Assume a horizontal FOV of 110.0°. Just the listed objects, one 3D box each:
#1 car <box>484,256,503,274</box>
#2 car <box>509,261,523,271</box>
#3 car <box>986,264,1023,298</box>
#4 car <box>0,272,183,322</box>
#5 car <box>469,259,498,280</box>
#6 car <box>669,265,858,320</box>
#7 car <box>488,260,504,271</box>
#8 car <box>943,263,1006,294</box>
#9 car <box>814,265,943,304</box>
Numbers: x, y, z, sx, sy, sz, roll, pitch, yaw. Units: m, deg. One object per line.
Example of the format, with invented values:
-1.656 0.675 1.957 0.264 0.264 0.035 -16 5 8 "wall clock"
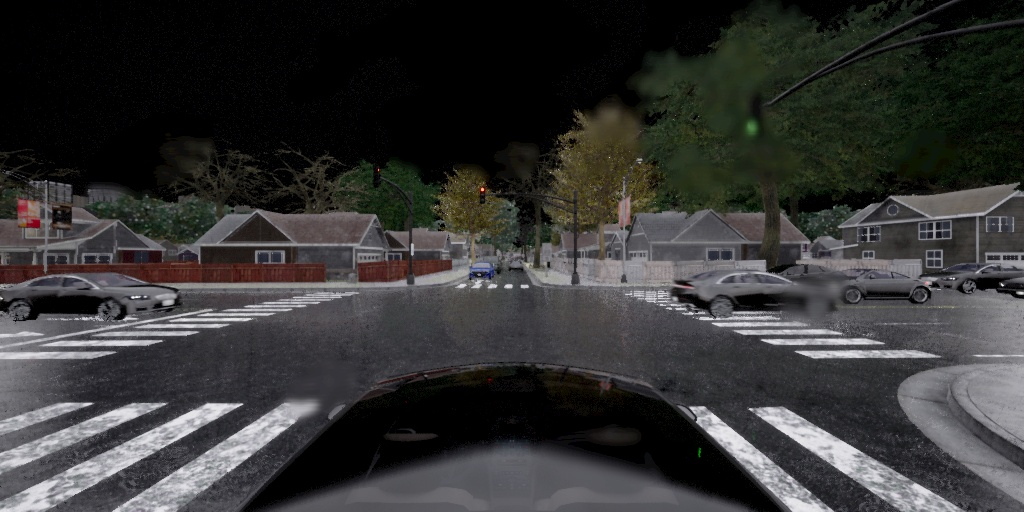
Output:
-2.401 0.994 41.658 2.150 2.045 5.566 0 0 1 "car"
0.563 1.346 50.698 1.994 1.385 4.181 0 0 1 "car"
23.953 1.149 14.935 5.357 1.411 2.033 0 0 1 "car"
-13.991 1.315 12.090 4.902 1.511 2.128 0 0 1 "car"
-2.595 1.242 31.422 1.882 1.535 5.008 0 0 1 "car"
7.769 1.185 11.745 4.902 1.511 2.128 0 0 1 "car"
-2.269 1.331 51.975 2.033 1.411 5.357 0 0 1 "car"
23.592 1.093 18.193 4.902 1.511 2.128 0 0 1 "car"
14.716 1.217 15.082 4.181 1.385 1.994 0 0 1 "car"
